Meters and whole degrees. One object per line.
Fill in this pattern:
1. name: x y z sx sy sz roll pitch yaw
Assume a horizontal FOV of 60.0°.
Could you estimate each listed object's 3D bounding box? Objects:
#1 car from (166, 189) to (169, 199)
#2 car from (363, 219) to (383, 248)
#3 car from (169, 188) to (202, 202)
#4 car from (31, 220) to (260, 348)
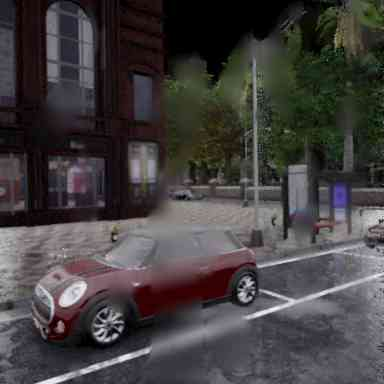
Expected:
1. car: -3.962 0.279 54.504 1.882 1.535 5.008 -1 2 -35
2. car: 8.128 1.392 12.453 4.206 1.307 1.802 -1 0 -36
3. car: -0.611 0.401 44.393 2.097 1.767 4.553 -1 2 -35
4. car: -0.707 1.400 6.149 4.097 1.590 1.967 -1 0 -36
